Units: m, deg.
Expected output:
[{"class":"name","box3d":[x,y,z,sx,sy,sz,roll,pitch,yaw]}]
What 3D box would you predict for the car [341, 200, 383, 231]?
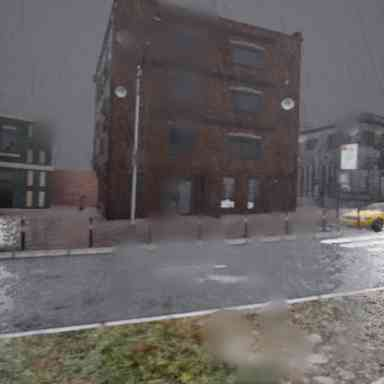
[{"class":"car","box3d":[10.968,1.249,19.058,5.366,1.575,1.946,-1,0,-24]}]
